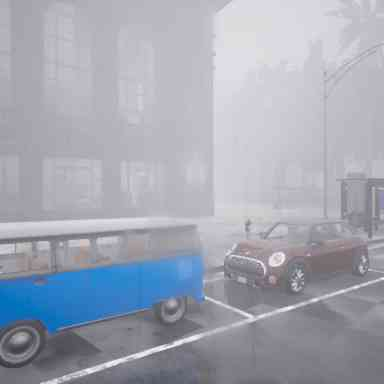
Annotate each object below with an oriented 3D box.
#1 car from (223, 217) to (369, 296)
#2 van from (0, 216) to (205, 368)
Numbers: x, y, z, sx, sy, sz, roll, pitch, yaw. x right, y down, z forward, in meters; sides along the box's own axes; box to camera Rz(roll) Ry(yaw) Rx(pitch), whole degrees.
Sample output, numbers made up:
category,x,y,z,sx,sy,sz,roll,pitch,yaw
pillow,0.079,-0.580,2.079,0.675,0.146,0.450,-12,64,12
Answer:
category,x,y,z,sx,sy,sz,roll,pitch,yaw
car,2.740,1.438,8.600,4.097,1.590,1.967,0,0,-35
van,-1.680,1.341,5.453,3.998,1.788,1.690,0,0,-35
